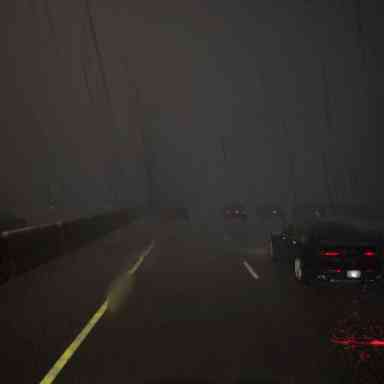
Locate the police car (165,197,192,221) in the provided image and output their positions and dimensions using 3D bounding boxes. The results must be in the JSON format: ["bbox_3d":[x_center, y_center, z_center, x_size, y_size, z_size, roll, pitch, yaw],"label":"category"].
[{"bbox_3d":[-1.219,1.550,28.623,1.930,1.638,5.238,0,0,0],"label":"police car"}]

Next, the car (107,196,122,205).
[{"bbox_3d":[-14.024,1.479,60.054,2.128,1.511,4.902,0,0,1],"label":"car"}]

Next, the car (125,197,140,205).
[{"bbox_3d":[-10.521,1.538,59.258,2.033,1.411,5.357,0,0,1],"label":"car"}]

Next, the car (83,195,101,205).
[{"bbox_3d":[-17.527,1.347,58.497,2.097,1.767,4.553,0,0,1],"label":"car"}]

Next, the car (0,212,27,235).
[{"bbox_3d":[-10.597,1.713,17.216,1.895,1.301,4.718,0,0,0],"label":"car"}]

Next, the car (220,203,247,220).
[{"bbox_3d":[3.606,1.670,29.366,2.033,1.411,5.357,0,0,0],"label":"car"}]

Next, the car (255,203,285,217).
[{"bbox_3d":[7.106,1.686,30.583,1.994,1.385,4.181,0,0,0],"label":"car"}]

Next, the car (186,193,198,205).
[{"bbox_3d":[0.014,1.199,61.380,2.150,2.045,5.566,0,0,0],"label":"car"}]

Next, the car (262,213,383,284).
[{"bbox_3d":[3.602,1.582,9.816,1.837,1.490,4.892,0,0,0],"label":"car"}]

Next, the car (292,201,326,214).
[{"bbox_3d":[10.606,1.627,30.464,1.837,1.490,4.892,0,0,0],"label":"car"}]

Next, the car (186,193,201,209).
[{"bbox_3d":[0.014,1.281,46.597,2.150,2.045,5.566,0,0,0],"label":"car"}]

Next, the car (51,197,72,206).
[{"bbox_3d":[-21.040,1.498,53.863,1.882,1.535,5.008,0,0,0],"label":"car"}]
